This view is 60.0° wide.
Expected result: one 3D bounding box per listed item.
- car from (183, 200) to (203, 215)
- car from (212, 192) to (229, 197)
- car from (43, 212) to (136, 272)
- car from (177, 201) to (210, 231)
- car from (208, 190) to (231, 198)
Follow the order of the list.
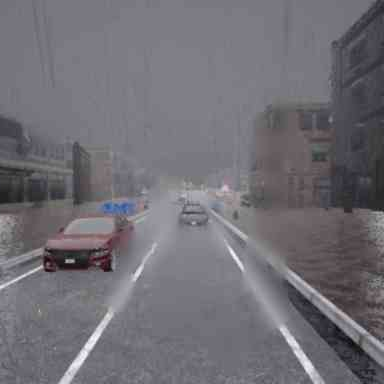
[{"bbox_3d":[0.091,1.754,38.133,2.128,1.511,4.902,0,0,0],"label":"car"},{"bbox_3d":[8.159,0.791,95.070,4.674,1.452,2.002,0,2,-1],"label":"car"},{"bbox_3d":[-3.103,1.478,10.948,1.882,1.535,5.008,0,0,0],"label":"car"},{"bbox_3d":[0.093,1.559,20.887,2.128,1.511,4.902,0,-1,0],"label":"car"},{"bbox_3d":[8.002,0.845,92.310,5.366,1.575,1.946,0,2,-1],"label":"car"}]
